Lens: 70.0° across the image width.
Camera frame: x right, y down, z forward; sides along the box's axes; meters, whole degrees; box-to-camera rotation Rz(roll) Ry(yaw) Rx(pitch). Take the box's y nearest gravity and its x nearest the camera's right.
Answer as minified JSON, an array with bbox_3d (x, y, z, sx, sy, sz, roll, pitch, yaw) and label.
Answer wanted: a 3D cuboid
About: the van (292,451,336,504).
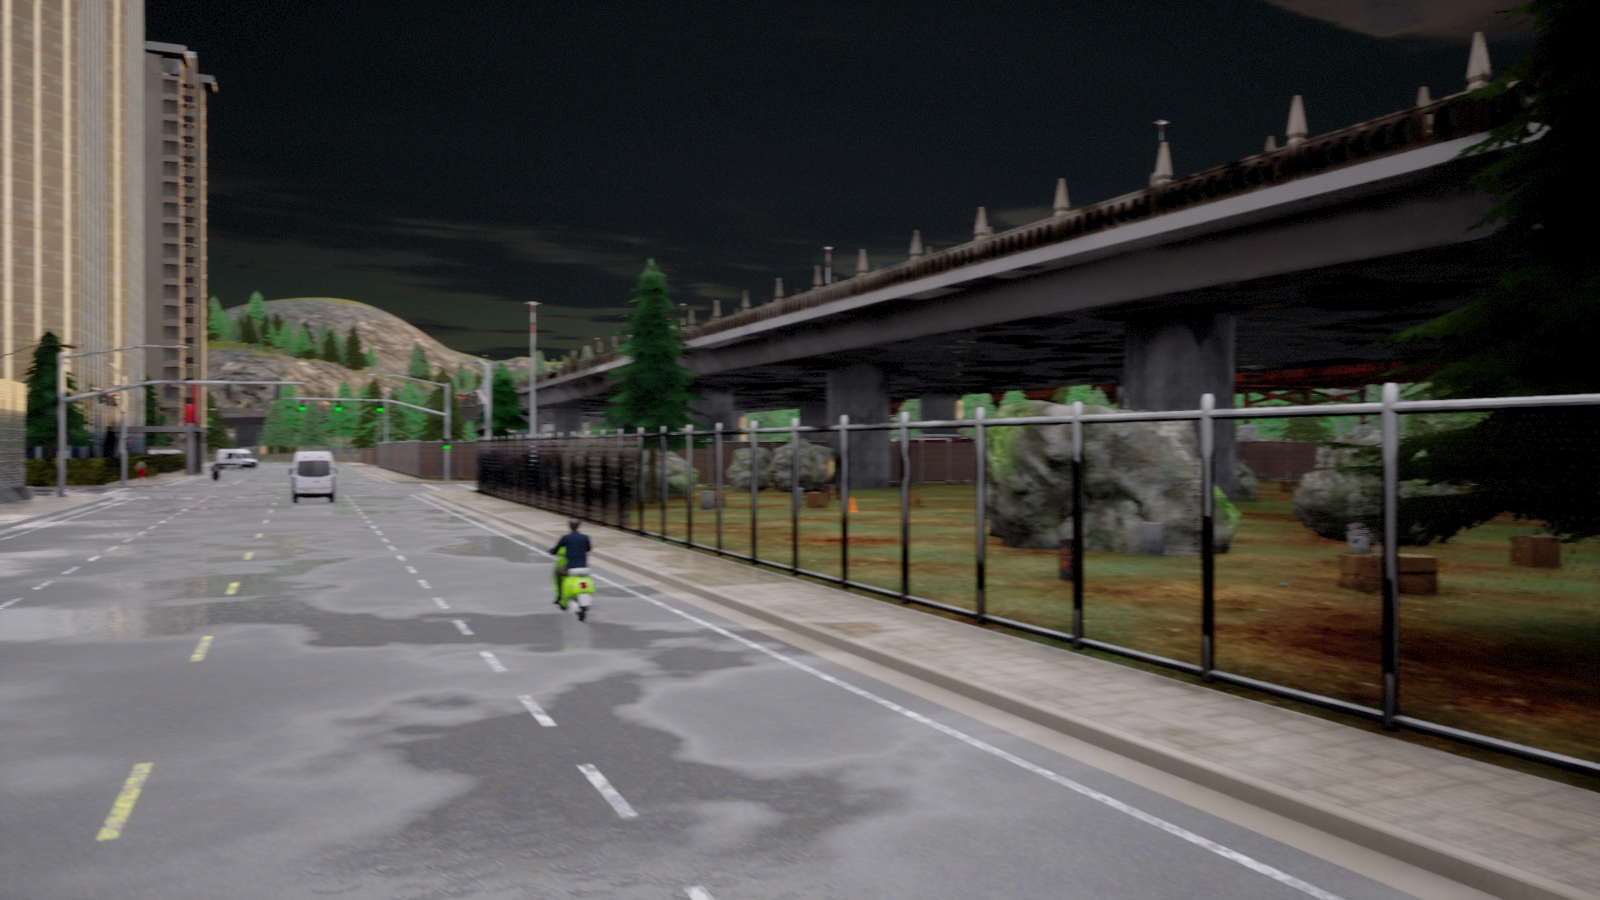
[{"bbox_3d":[-25.113,1.345,58.982,1.988,2.561,5.915,0,0,-24],"label":"van"}]
